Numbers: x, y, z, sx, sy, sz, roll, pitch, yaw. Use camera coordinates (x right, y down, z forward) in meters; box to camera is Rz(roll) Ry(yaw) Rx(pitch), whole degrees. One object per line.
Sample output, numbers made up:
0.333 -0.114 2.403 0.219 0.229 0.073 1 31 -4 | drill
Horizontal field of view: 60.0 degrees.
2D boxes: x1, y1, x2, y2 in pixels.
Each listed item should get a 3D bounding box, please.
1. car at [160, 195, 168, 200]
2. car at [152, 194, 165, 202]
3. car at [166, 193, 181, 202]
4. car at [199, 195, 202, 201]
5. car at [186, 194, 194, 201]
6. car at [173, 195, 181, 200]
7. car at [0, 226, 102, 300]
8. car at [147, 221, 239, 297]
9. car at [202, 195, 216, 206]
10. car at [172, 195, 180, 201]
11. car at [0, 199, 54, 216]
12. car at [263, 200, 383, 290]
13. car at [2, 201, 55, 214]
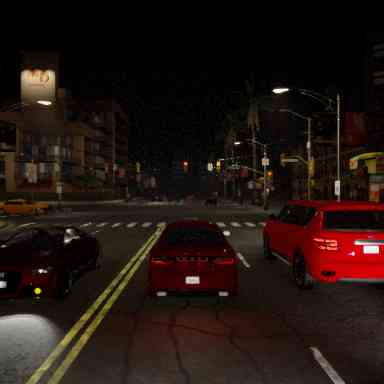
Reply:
-7.595 1.500 90.642 1.837 1.490 4.892 0 0 0 | car
-7.472 1.552 72.205 1.994 1.385 4.181 0 0 0 | car
-3.977 1.225 72.984 2.150 2.045 5.566 0 0 0 | car
2.929 1.524 87.112 1.812 1.442 4.674 0 0 0 | car
-0.560 1.355 85.532 2.097 1.767 4.553 0 0 0 | car
-4.111 1.552 92.503 1.994 1.385 4.181 0 0 0 | car
-3.658 1.564 8.288 1.994 1.385 4.181 0 0 -1 | car
0.014 1.478 8.621 1.882 1.535 5.008 0 0 0 | car
3.080 1.491 55.508 2.128 1.511 4.902 0 0 2 | car
-4.042 1.524 82.700 1.812 1.442 4.674 0 0 0 | car
-16.203 1.477 31.770 5.008 1.535 1.882 0 0 4 | car
3.511 1.221 9.197 2.150 2.045 5.566 0 0 0 | car
-17.455 1.601 35.651 4.718 1.301 1.895 0 0 -3 | car
